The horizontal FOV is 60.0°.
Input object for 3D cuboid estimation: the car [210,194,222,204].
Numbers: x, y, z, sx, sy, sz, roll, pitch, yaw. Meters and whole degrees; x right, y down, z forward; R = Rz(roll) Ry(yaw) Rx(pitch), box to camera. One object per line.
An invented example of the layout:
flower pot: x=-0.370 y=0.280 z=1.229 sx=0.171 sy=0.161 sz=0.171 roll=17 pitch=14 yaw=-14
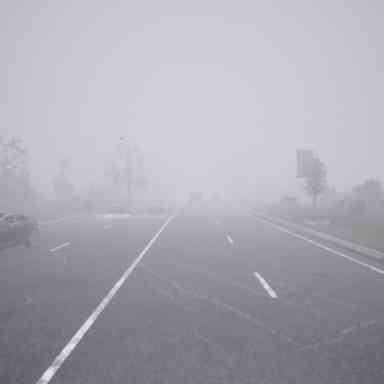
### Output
car: x=4.138 y=1.101 z=57.535 sx=2.097 sy=1.767 sz=4.553 roll=0 pitch=0 yaw=3

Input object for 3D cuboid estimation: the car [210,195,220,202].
car: x=4.693 y=1.285 z=67.815 sx=1.895 sy=1.301 sz=4.718 roll=0 pitch=0 yaw=4

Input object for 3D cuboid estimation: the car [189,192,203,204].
car: x=0.625 y=0.973 z=57.296 sx=2.150 sy=2.045 sz=5.566 roll=0 pitch=0 yaw=3

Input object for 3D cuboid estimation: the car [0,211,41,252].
car: x=-7.090 y=1.443 z=11.680 sx=2.128 sy=1.511 sz=4.902 roll=0 pitch=0 yaw=0

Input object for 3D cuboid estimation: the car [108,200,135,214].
car: x=-6.953 y=1.450 z=33.252 sx=1.994 sy=1.385 sz=4.181 roll=0 pitch=0 yaw=1

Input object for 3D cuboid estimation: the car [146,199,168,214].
car: x=-3.453 y=1.410 z=33.221 sx=1.812 sy=1.442 sz=4.674 roll=0 pitch=0 yaw=1

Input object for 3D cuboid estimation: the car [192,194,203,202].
car: x=1.200 y=1.223 z=68.025 sx=2.033 sy=1.411 sz=5.357 roll=0 pitch=0 yaw=4
